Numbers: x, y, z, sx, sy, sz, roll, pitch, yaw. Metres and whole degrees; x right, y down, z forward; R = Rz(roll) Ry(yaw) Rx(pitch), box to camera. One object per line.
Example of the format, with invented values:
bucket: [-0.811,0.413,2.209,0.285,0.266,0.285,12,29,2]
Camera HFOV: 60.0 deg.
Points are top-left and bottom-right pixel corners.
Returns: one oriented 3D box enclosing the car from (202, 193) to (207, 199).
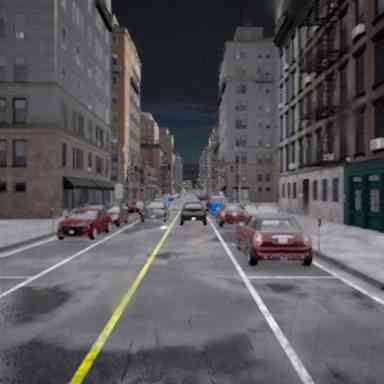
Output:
car: [2.645,1.309,39.153,2.192,1.841,5.009,0,0,0]

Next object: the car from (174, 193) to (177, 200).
car: [-5.389,1.541,81.930,1.947,1.339,4.313,0,0,0]

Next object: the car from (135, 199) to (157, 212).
car: [-5.380,1.559,39.154,1.947,1.339,4.313,0,0,0]

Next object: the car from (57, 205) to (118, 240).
car: [-5.385,1.543,17.110,1.887,1.381,4.507,0,0,0]

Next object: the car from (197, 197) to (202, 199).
car: [0.088,1.594,39.812,1.895,1.301,4.718,0,0,-1]

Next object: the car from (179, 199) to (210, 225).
car: [0.103,1.502,24.308,1.837,1.490,4.892,0,0,0]

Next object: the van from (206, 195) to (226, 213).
van: [2.644,1.336,33.641,1.690,1.788,3.998,0,0,0]

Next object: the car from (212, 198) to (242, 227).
car: [2.641,1.438,22.620,1.967,1.590,4.097,0,0,0]

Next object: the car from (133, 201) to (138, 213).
car: [-5.381,1.540,33.643,1.887,1.381,4.507,0,0,0]

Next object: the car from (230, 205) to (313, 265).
car: [2.639,1.439,11.597,1.967,1.590,4.097,0,0,0]

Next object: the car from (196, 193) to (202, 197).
car: [2.719,1.293,76.524,2.192,1.841,5.009,0,0,0]

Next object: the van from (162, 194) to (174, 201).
van: [-5.394,1.321,71.118,1.690,1.788,3.998,0,0,0]

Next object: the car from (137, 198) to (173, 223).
car: [-2.745,1.440,25.534,1.812,1.442,4.674,0,0,0]

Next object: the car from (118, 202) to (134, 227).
car: [-5.384,1.579,22.621,1.802,1.307,4.206,0,0,0]

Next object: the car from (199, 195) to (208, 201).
car: [2.716,1.526,81.930,2.008,1.369,4.403,0,0,0]
